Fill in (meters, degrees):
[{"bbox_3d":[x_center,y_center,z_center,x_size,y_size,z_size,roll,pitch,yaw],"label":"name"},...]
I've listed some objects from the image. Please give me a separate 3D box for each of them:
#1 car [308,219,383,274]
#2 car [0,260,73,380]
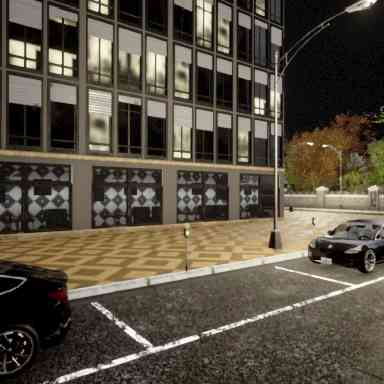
[{"bbox_3d":[5.551,1.562,10.623,4.313,1.339,1.947,0,0,-36],"label":"car"},{"bbox_3d":[-3.677,1.566,3.935,4.313,1.339,1.947,0,0,-36],"label":"car"}]
